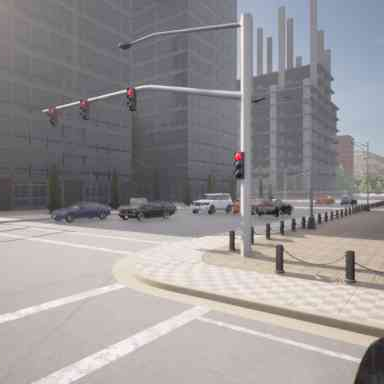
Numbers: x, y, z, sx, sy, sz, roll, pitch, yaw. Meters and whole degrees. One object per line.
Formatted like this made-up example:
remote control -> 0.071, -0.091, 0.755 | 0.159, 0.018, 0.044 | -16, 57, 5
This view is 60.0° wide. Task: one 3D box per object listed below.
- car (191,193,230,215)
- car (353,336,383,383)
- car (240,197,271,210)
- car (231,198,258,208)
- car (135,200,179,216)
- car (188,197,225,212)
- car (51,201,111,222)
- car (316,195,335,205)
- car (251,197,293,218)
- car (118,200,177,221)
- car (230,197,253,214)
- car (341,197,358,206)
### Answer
car -> 2.144, 1.166, 34.294 | 2.150, 2.045, 5.566 | 0, 0, 36
car -> 3.072, 1.564, 1.778 | 4.181, 1.385, 1.994 | 0, 0, 36
car -> 8.244, 1.422, 42.747 | 1.882, 1.535, 5.008 | 0, 0, 36
car -> 7.630, 1.545, 47.868 | 1.895, 1.301, 4.718 | 0, 0, 36
car -> -3.355, 1.508, 32.656 | 1.994, 1.385, 4.181 | 0, 0, 36
car -> 1.785, 1.436, 39.784 | 2.128, 1.511, 4.902 | 0, 0, 36
car -> -8.434, 1.470, 25.619 | 1.812, 1.442, 4.674 | 0, 0, 38
car -> 22.695, 1.297, 56.506 | 2.097, 1.767, 4.553 | 0, 0, 36
car -> 7.379, 1.436, 29.251 | 2.128, 1.511, 4.902 | 0, 0, 36
car -> -3.564, 1.545, 26.378 | 1.895, 1.301, 4.718 | 0, 0, 36
car -> 6.079, 1.296, 33.435 | 2.097, 1.767, 4.553 | 0, 0, 36
car -> 26.104, 1.492, 55.252 | 2.033, 1.411, 5.357 | 0, 0, 36
